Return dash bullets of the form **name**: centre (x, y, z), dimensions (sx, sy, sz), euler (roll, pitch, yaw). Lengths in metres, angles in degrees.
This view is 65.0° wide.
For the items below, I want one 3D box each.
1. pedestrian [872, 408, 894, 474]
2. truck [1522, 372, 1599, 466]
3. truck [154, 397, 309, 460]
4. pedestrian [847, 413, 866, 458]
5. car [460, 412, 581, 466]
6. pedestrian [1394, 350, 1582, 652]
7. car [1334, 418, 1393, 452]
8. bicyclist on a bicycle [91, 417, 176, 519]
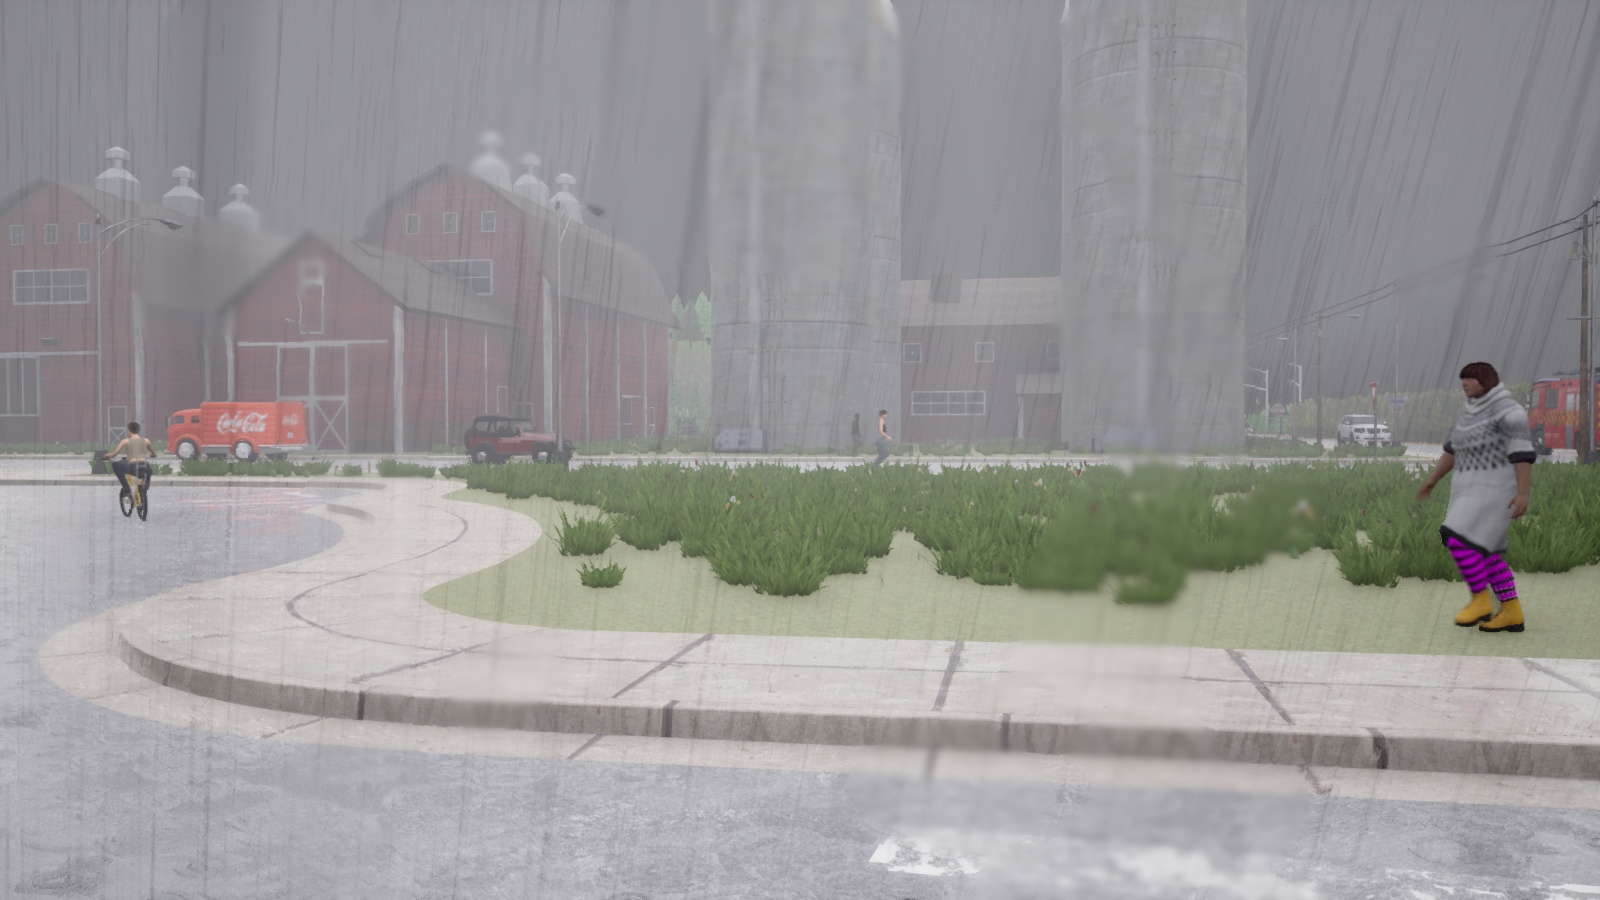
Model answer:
- **pedestrian**: centre (2.335, -0.263, 35.283), dimensions (0.594, 1.836, 0.345), euler (0, 1, 9)
- **truck**: centre (34.576, -1.331, 54.827), dimensions (2.891, 3.827, 8.468), euler (1, 1, 13)
- **truck**: centre (-23.303, -0.894, 51.593), dimensions (5.204, 2.467, 2.627), euler (1, 1, 10)
- **pedestrian**: centre (2.312, -0.612, 51.519), dimensions (0.703, 1.840, 0.431), euler (1, 1, 16)
- **car**: centre (-10.181, -0.416, 45.808), dimensions (3.866, 1.878, 1.905), euler (1, 1, 10)
- **pedestrian**: centre (4.603, 0.323, 8.451), dimensions (0.873, 1.952, 0.659), euler (0, 1, 1)
- **car**: centre (35.505, -0.967, 79.236), dimensions (2.150, 2.045, 5.566), euler (1, 1, 11)
- **bicyclist on a bicycle**: centre (-11.007, 0.260, 20.724), dimensions (0.866, 1.612, 1.509), euler (-2, 2, -42)
